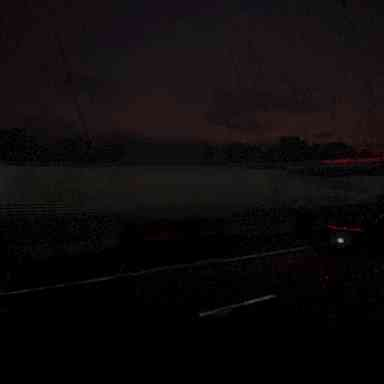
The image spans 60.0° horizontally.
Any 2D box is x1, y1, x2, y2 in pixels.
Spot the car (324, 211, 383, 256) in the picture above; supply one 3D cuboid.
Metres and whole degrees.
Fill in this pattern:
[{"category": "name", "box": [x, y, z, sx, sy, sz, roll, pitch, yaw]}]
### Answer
[{"category": "car", "box": [7.334, 1.524, 13.374, 4.902, 1.511, 2.128, 0, 0, -35]}]
